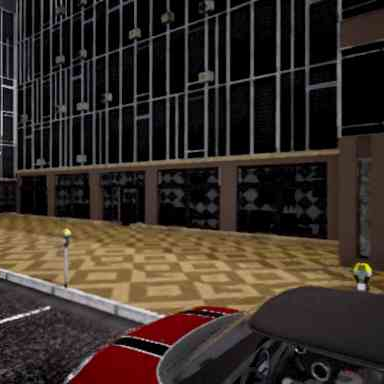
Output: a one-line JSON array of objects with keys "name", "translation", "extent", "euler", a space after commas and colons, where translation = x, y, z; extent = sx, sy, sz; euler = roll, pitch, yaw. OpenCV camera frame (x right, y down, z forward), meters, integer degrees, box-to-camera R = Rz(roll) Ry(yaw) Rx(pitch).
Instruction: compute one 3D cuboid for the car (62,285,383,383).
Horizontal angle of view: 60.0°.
[{"name": "car", "translation": [0.850, 1.438, 2.270], "extent": [4.097, 1.590, 1.967], "euler": [0, 0, 36]}]
